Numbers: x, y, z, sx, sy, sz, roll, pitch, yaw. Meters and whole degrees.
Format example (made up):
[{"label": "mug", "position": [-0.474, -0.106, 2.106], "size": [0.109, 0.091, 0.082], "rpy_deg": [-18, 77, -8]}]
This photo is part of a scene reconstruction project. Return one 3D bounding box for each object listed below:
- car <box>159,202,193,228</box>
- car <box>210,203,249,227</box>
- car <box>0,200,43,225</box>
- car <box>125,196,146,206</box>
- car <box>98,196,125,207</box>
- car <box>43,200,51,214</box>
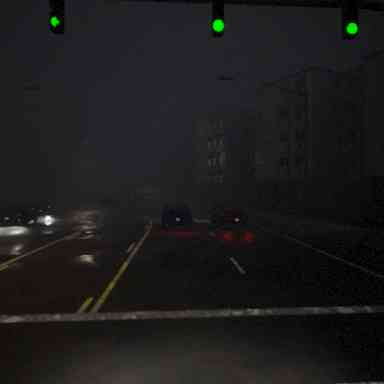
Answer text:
[{"label": "car", "position": [-1.062, 1.400, 21.404], "size": [1.882, 1.535, 5.008], "rpy_deg": [0, 0, -6]}, {"label": "car", "position": [2.406, 1.442, 21.854], "size": [1.812, 1.442, 4.674], "rpy_deg": [0, 0, -6]}, {"label": "car", "position": [-12.104, 1.493, 23.074], "size": [1.994, 1.385, 4.181], "rpy_deg": [0, 0, -10]}, {"label": "car", "position": [-8.615, 1.310, 49.404], "size": [1.837, 1.490, 4.892], "rpy_deg": [0, 1, -38]}, {"label": "car", "position": [-11.896, 1.339, 47.922], "size": [1.812, 1.442, 4.674], "rpy_deg": [0, 0, -39]}, {"label": "car", "position": [-15.248, 1.486, 33.368], "size": [1.895, 1.301, 4.718], "rpy_deg": [0, 0, -26]}]
